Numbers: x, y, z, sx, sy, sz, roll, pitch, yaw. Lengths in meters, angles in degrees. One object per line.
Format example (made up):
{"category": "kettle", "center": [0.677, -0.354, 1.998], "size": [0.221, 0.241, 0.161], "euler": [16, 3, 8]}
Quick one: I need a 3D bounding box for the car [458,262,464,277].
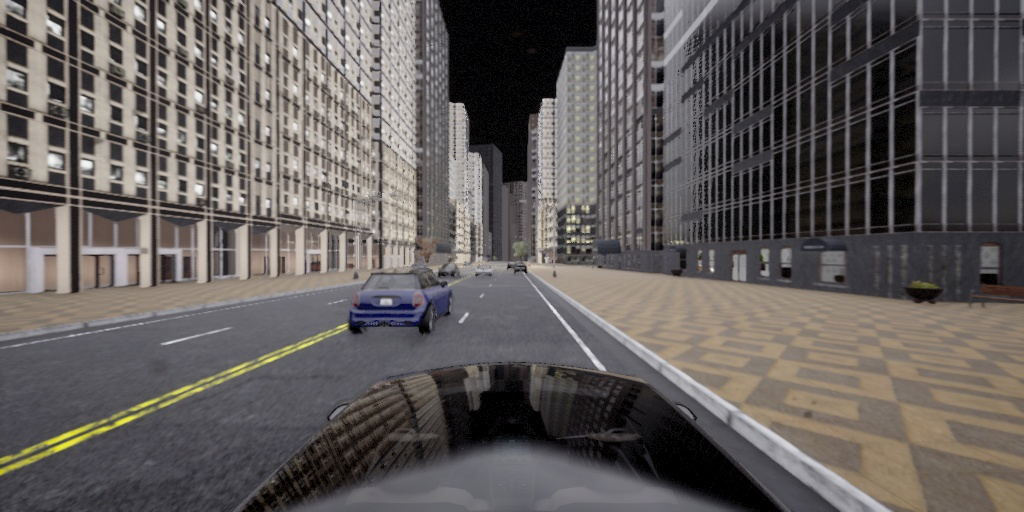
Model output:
{"category": "car", "center": [-6.574, 1.576, 37.694], "size": [1.837, 1.490, 4.892], "euler": [0, -1, 0]}

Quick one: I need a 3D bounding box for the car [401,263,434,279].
{"category": "car", "center": [-9.824, 1.563, 37.706], "size": [2.128, 1.511, 4.902], "euler": [0, -1, 0]}

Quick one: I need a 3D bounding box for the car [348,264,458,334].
{"category": "car", "center": [-3.146, 1.185, 11.102], "size": [2.097, 1.767, 4.553], "euler": [0, -1, 0]}

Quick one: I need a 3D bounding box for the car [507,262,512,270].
{"category": "car", "center": [0.022, 1.791, 65.065], "size": [1.882, 1.535, 5.008], "euler": [0, -1, 0]}

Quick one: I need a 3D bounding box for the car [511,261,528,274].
{"category": "car", "center": [1.153, 1.670, 48.384], "size": [1.837, 1.490, 4.892], "euler": [0, -1, 0]}

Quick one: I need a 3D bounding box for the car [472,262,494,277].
{"category": "car", "center": [-3.137, 1.707, 41.829], "size": [1.895, 1.301, 4.718], "euler": [0, -1, 0]}
